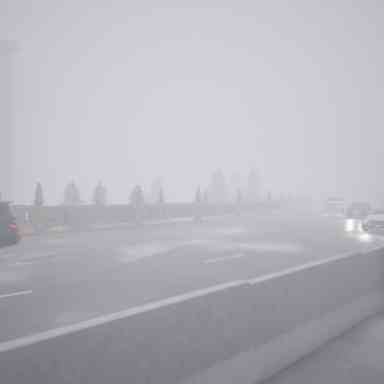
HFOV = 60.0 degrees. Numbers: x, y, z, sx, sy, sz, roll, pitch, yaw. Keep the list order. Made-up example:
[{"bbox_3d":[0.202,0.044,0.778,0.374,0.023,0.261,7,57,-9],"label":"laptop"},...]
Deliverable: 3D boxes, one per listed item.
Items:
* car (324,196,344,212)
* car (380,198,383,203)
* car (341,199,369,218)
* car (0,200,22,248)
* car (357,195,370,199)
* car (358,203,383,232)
[{"bbox_3d":[18.076,1.484,42.094,2.150,2.045,5.566,0,0,28],"label":"car"},{"bbox_3d":[32.548,1.653,55.216,2.097,1.767,4.553,-1,-1,27],"label":"car"},{"bbox_3d":[15.922,1.670,31.501,2.128,1.511,4.902,0,-1,33],"label":"car"},{"bbox_3d":[-8.641,1.284,10.793,5.566,2.045,2.150,0,0,-36],"label":"car"},{"bbox_3d":[35.421,1.607,68.797,2.150,2.045,5.566,-1,-1,26],"label":"car"},{"bbox_3d":[11.800,1.628,20.182,1.812,1.442,4.674,0,0,40],"label":"car"}]
